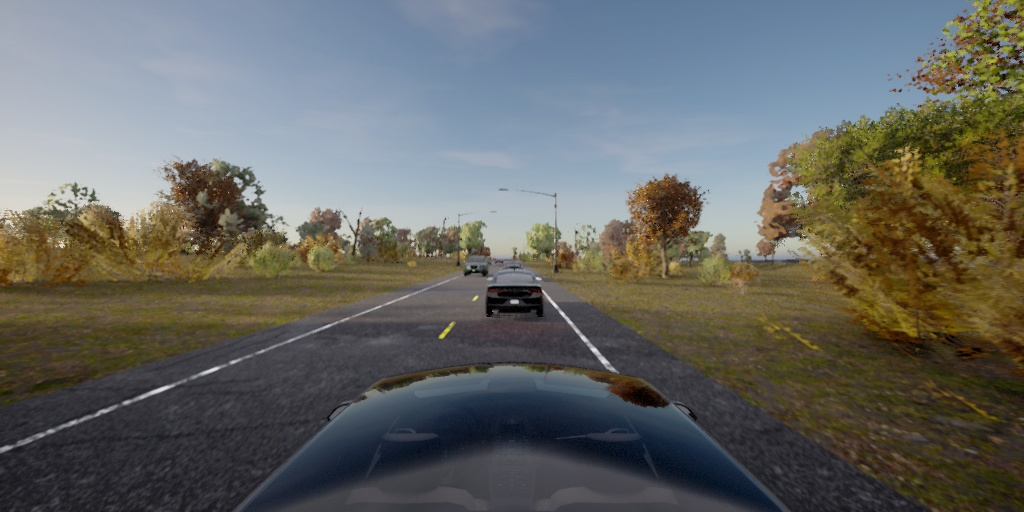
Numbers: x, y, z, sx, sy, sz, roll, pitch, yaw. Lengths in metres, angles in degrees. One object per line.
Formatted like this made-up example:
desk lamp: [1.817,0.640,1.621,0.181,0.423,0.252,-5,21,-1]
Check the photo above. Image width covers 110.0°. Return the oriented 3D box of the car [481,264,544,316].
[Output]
car: [0.089,1.239,13.421,1.882,1.535,5.008,0,0,0]

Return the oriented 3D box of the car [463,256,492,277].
car: [-3.589,1.013,36.399,2.150,2.045,5.566,0,0,0]

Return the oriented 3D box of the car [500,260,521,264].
car: [0.102,1.288,31.121,1.837,1.490,4.892,0,0,0]
